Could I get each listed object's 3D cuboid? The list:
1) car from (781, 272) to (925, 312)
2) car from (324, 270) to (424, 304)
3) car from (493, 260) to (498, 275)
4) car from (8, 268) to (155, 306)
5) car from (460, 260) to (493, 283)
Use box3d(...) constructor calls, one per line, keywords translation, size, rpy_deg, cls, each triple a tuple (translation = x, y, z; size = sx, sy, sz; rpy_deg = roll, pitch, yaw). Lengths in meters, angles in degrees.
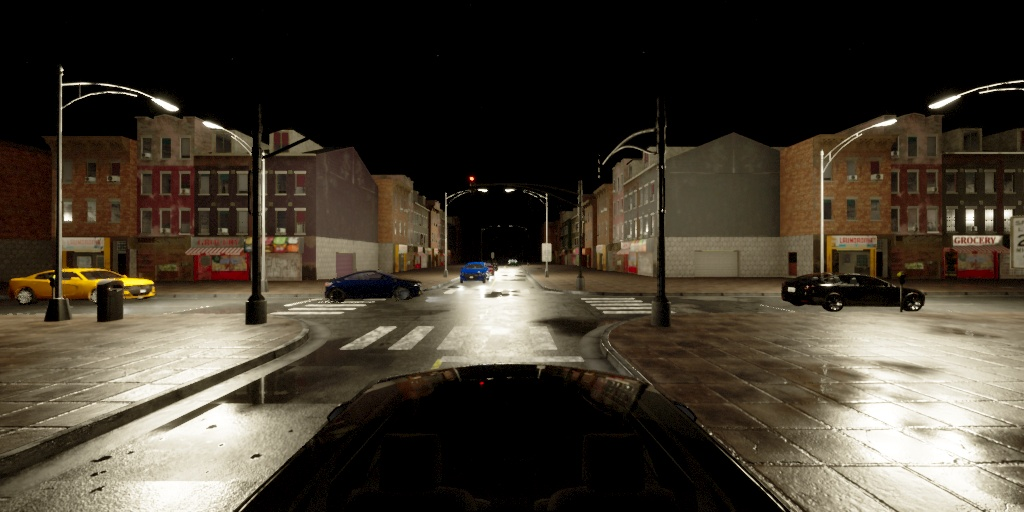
box3d(translation=(12.359, 1.266, 13.176), size=(4.313, 1.339, 1.948), rpy_deg=(0, 0, 0), cls="car")
box3d(translation=(-6.190, 1.330, 16.329), size=(4.181, 1.385, 1.994), rpy_deg=(0, 0, -10), cls="car")
box3d(translation=(-2.832, 1.332, 37.871), size=(1.994, 1.385, 4.181), rpy_deg=(0, 0, 0), cls="car")
box3d(translation=(-18.710, 1.284, 15.755), size=(5.008, 1.535, 1.882), rpy_deg=(0, 0, 0), cls="car")
box3d(translation=(-2.822, 1.238, 27.920), size=(1.882, 1.535, 5.008), rpy_deg=(0, 0, 1), cls="car")
